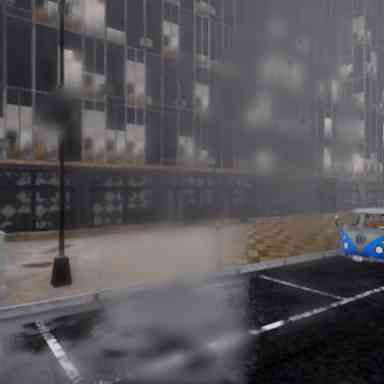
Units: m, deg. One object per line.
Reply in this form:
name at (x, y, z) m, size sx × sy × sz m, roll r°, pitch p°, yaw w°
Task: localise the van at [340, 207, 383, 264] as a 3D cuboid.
van at (6.425, 1.376, 10.665) m, size 3.998 × 1.788 × 1.690 m, roll 0°, pitch 0°, yaw -35°
